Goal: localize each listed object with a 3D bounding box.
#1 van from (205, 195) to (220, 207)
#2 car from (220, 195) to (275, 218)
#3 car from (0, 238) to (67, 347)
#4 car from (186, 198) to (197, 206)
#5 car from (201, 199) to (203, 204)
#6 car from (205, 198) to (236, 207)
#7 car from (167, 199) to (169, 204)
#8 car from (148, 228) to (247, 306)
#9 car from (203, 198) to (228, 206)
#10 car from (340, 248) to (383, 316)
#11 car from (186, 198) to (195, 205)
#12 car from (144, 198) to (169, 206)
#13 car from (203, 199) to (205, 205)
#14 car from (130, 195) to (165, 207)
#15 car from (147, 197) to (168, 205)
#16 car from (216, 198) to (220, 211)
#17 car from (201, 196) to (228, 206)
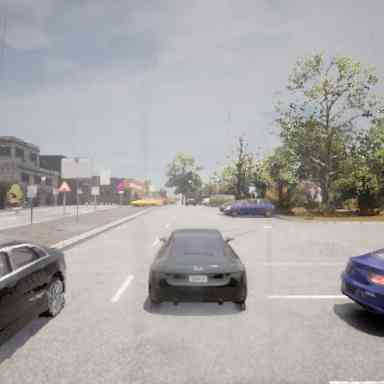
[{"bbox_3d":[4.807,1.470,54.124,4.442,1.987,1.878,0,-1,0],"label":"van"},{"bbox_3d":[5.134,1.394,30.158,4.553,1.767,2.185,0,0,0],"label":"car"},{"bbox_3d":[-3.359,1.497,4.625,2.128,1.511,4.902,0,0,0],"label":"car"},{"bbox_3d":[-0.157,1.972,64.663,1.812,1.442,4.674,0,-2,-1],"label":"car"},{"bbox_3d":[4.805,1.692,65.297,5.566,2.045,2.435,0,-2,-1],"label":"car"},{"bbox_3d":[5.065,1.800,59.577,5.366,1.575,1.946,0,-1,0],"label":"car"},{"bbox_3d":[-7.426,1.733,66.818,5.566,2.045,2.435,0,-2,-1],"label":"car"},{"bbox_3d":[0.111,1.575,8.152,1.994,1.385,4.181,0,0,0],"label":"car"},{"bbox_3d":[4.792,2.028,68.081,4.892,1.521,2.231,0,-2,-1],"label":"car"},{"bbox_3d":[5.085,1.528,5.822,4.674,1.452,2.002,0,0,0],"label":"car"},{"bbox_3d":[-0.347,2.233,74.536,1.882,1.535,5.008,0,-2,2],"label":"car"},{"bbox_3d":[-7.488,2.076,69.727,5.008,1.535,2.097,0,-2,-1],"label":"car"},{"bbox_3d":[5.086,1.745,56.916,5.366,1.575,1.946,0,-1,0],"label":"car"},{"bbox_3d":[-7.534,1.700,54.668,5.366,1.575,1.946,0,-1,0],"label":"car"},{"bbox_3d":[-7.500,2.046,72.765,4.553,1.767,2.185,0,-2,-1],"label":"car"},{"bbox_3d":[5.063,1.566,33.328,4.674,1.452,2.002,0,0,0],"label":"car"},{"bbox_3d":[4.735,1.860,70.756,5.566,2.045,2.435,0,-2,-1],"label":"car"}]
